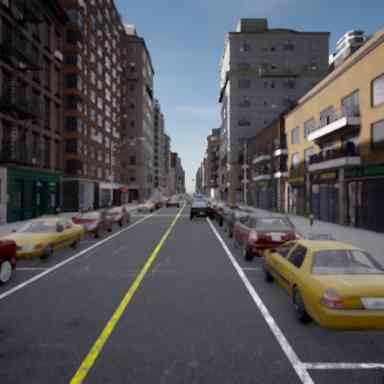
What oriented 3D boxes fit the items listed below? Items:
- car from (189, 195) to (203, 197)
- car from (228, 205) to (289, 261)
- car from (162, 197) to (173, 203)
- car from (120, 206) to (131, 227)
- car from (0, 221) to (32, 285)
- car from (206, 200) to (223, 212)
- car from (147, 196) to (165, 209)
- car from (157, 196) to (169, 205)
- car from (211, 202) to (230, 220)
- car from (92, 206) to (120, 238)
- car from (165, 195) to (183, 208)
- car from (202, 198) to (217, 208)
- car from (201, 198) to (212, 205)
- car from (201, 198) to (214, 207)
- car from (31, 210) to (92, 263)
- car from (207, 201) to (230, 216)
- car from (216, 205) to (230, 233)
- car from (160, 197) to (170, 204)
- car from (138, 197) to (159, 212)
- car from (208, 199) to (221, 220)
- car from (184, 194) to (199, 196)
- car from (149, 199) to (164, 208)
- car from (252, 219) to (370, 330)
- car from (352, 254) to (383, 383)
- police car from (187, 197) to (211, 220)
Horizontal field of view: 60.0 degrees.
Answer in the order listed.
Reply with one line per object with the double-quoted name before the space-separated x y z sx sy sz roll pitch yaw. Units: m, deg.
"car" 0.819 1.597 45.103 1.882 1.535 5.008 0 0 0
"car" 2.636 1.468 12.367 1.967 1.590 4.097 0 0 0
"car" -5.397 1.752 73.064 2.008 1.369 4.403 0 0 0
"car" -5.391 1.637 23.399 1.802 1.307 4.206 0 0 0
"car" -5.388 1.560 6.845 1.887 1.381 4.507 0 0 0
"car" 2.632 1.686 39.961 1.802 1.307 4.206 0 0 0
"car" -5.394 1.435 45.473 2.192 1.841 5.009 0 0 0
"car" -5.396 1.609 62.028 1.967 1.590 4.097 0 0 0
"car" 2.634 1.621 23.404 1.947 1.339 4.313 0 0 0
"car" -5.390 1.622 17.881 1.802 1.307 4.206 0 0 0
"car" -2.838 1.610 49.786 1.882 1.535 5.008 0 0 0
"car" 2.631 1.687 50.999 2.008 1.369 4.403 0 0 0
"car" 2.629 1.751 62.036 1.802 1.307 4.206 0 0 0
"car" 2.630 1.703 56.517 2.008 1.369 4.403 0 0 0
"car" -5.389 1.552 12.193 1.752 1.417 4.829 0 0 0
"car" 2.633 1.638 34.442 2.008 1.369 4.403 0 0 0
"car" 2.635 1.591 17.886 2.008 1.369 4.403 0 0 0
"car" -5.397 1.710 67.376 1.752 1.417 4.829 0 0 0
"car" -5.389 1.628 39.786 1.752 1.417 4.829 0 0 0
"car" 2.634 1.616 28.923 1.887 1.381 4.507 0 0 0
"car" -0.008 1.667 64.499 2.128 1.511 4.902 0 0 0
"car" -5.394 1.718 50.990 1.802 1.307 4.206 0 0 0
"car" 2.637 1.541 7.019 1.752 1.417 4.829 0 0 0
"car" 2.638 1.443 1.330 1.967 1.590 4.097 0 0 0
"police car" 0.725 1.498 29.194 1.930 1.638 5.238 0 0 -1
